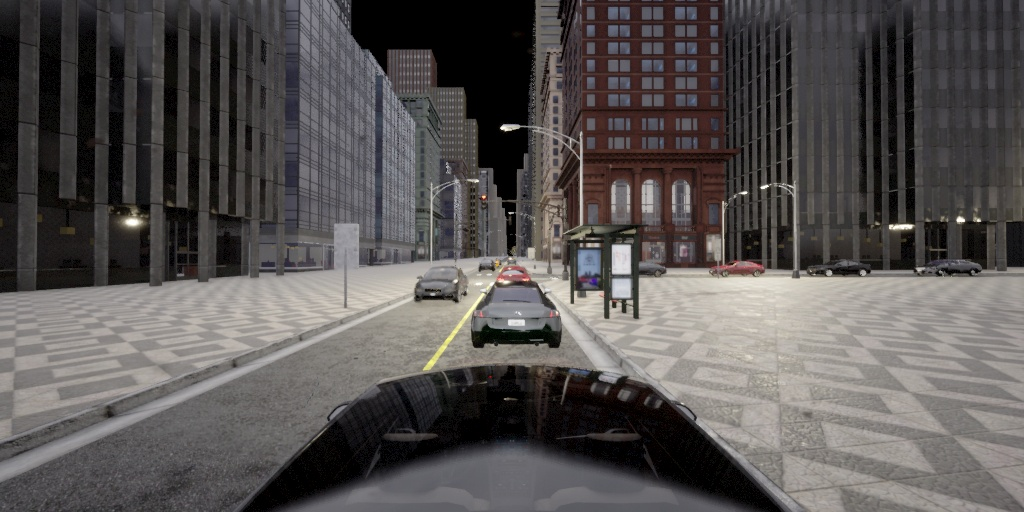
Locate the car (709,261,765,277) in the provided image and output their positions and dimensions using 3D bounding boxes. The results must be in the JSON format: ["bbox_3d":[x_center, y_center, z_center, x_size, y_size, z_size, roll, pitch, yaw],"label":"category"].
[{"bbox_3d":[20.797,1.194,33.208,4.674,1.442,1.812,0,-1,0],"label":"car"}]

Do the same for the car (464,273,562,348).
[{"bbox_3d":[0.096,1.314,9.243,1.994,1.385,4.181,0,0,0],"label":"car"}]

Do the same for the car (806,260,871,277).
[{"bbox_3d":[30.155,1.112,33.194,5.008,1.535,1.882,0,-1,0],"label":"car"}]

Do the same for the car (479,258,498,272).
[{"bbox_3d":[-3.111,1.171,45.590,1.882,1.535,5.008,0,0,0],"label":"car"}]

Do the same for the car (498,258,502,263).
[{"bbox_3d":[-3.105,1.136,58.757,1.882,1.535,5.008,0,1,0],"label":"car"}]

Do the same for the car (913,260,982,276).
[{"bbox_3d":[40.191,1.087,33.158,4.902,1.511,2.128,0,-1,1],"label":"car"}]

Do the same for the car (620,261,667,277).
[{"bbox_3d":[11.861,1.225,33.210,4.674,1.442,1.812,0,-1,-2],"label":"car"}]

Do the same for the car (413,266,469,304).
[{"bbox_3d":[-3.104,1.251,16.463,1.837,1.490,4.892,0,0,0],"label":"car"}]

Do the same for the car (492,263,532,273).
[{"bbox_3d":[0.112,1.269,19.078,1.812,1.442,4.674,0,0,1],"label":"car"}]
